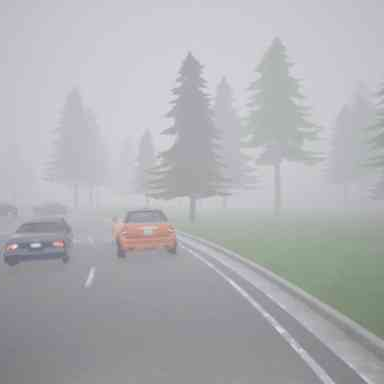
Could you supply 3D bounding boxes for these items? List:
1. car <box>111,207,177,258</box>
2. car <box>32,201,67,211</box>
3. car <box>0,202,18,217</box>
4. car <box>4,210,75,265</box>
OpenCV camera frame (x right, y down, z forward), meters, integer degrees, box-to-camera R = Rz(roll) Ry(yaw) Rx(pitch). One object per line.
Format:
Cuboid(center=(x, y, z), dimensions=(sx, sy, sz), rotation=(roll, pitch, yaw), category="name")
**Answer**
Cuboid(center=(-2.086, 1.389, 13.390), dimensions=(2.097, 1.767, 4.553), rotation=(-1, 0, -16), category="car")
Cuboid(center=(-14.296, 1.666, 33.231), dimensions=(5.008, 1.535, 1.882), rotation=(-1, -1, 45), category="car")
Cuboid(center=(-18.356, 1.734, 31.837), dimensions=(4.892, 1.490, 1.837), rotation=(-1, -1, 42), category="car")
Cuboid(center=(-5.352, 1.618, 12.085), dimensions=(2.033, 1.411, 5.357), rotation=(0, 0, -18), category="car")
